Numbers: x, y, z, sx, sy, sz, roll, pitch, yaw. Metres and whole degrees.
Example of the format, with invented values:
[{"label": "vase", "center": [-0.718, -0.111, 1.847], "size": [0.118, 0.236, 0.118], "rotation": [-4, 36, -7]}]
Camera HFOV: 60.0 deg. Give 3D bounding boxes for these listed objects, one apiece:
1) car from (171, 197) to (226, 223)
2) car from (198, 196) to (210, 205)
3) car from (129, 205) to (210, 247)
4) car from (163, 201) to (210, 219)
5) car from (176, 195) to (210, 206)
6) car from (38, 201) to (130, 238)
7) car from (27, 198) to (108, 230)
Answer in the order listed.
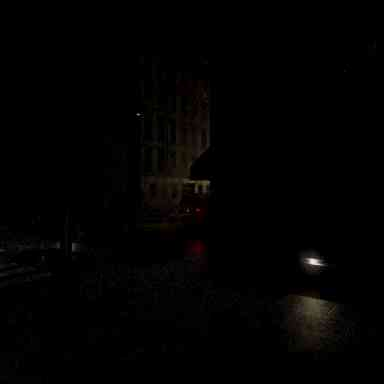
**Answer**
[{"label": "car", "center": [0.613, 1.322, 25.992], "size": [2.097, 1.767, 4.553], "rotation": [0, 0, 35]}, {"label": "car", "center": [2.833, 1.314, 19.662], "size": [2.192, 1.841, 5.009], "rotation": [0, 0, 36]}, {"label": "car", "center": [-0.371, 1.530, 15.180], "size": [1.752, 1.417, 4.829], "rotation": [0, 0, 36]}, {"label": "car", "center": [-0.394, 1.522, 28.956], "size": [1.947, 1.339, 4.313], "rotation": [0, 0, 36]}, {"label": "car", "center": [1.310, 1.208, 21.897], "size": [2.150, 2.045, 5.566], "rotation": [0, 0, 36]}, {"label": "car", "center": [-5.222, 1.457, 17.823], "size": [1.882, 1.535, 5.008], "rotation": [0, 0, 34]}, {"label": "car", "center": [-6.994, 1.282, 19.714], "size": [2.192, 1.841, 5.009], "rotation": [0, 0, 36]}]
